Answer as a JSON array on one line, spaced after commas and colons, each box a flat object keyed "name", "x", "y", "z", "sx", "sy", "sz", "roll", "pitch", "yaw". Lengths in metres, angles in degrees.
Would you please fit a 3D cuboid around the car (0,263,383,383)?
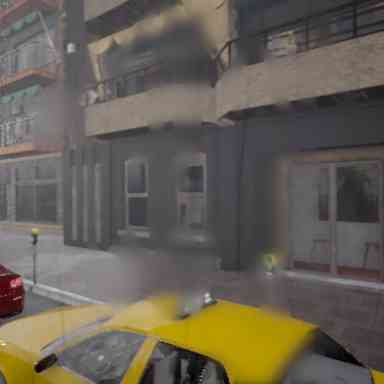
[{"name": "car", "x": -0.198, "y": 1.526, "z": 2.874, "sx": 4.829, "sy": 1.417, "sz": 1.752, "roll": 0, "pitch": -1, "yaw": 36}]
